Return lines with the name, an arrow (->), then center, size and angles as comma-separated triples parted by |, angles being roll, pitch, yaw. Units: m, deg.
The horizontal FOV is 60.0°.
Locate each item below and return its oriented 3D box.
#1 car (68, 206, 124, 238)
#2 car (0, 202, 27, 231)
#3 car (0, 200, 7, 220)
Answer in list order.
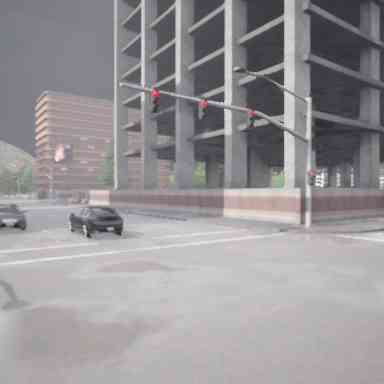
car -> -5.241, 1.513, 17.873 | 1.837, 1.490, 4.892 | 1, 0, -34
car -> -11.242, 1.495, 20.012 | 2.128, 1.511, 4.902 | 0, 0, -35
car -> -17.415, 1.482, 28.836 | 1.882, 1.535, 5.008 | 0, 0, -35
